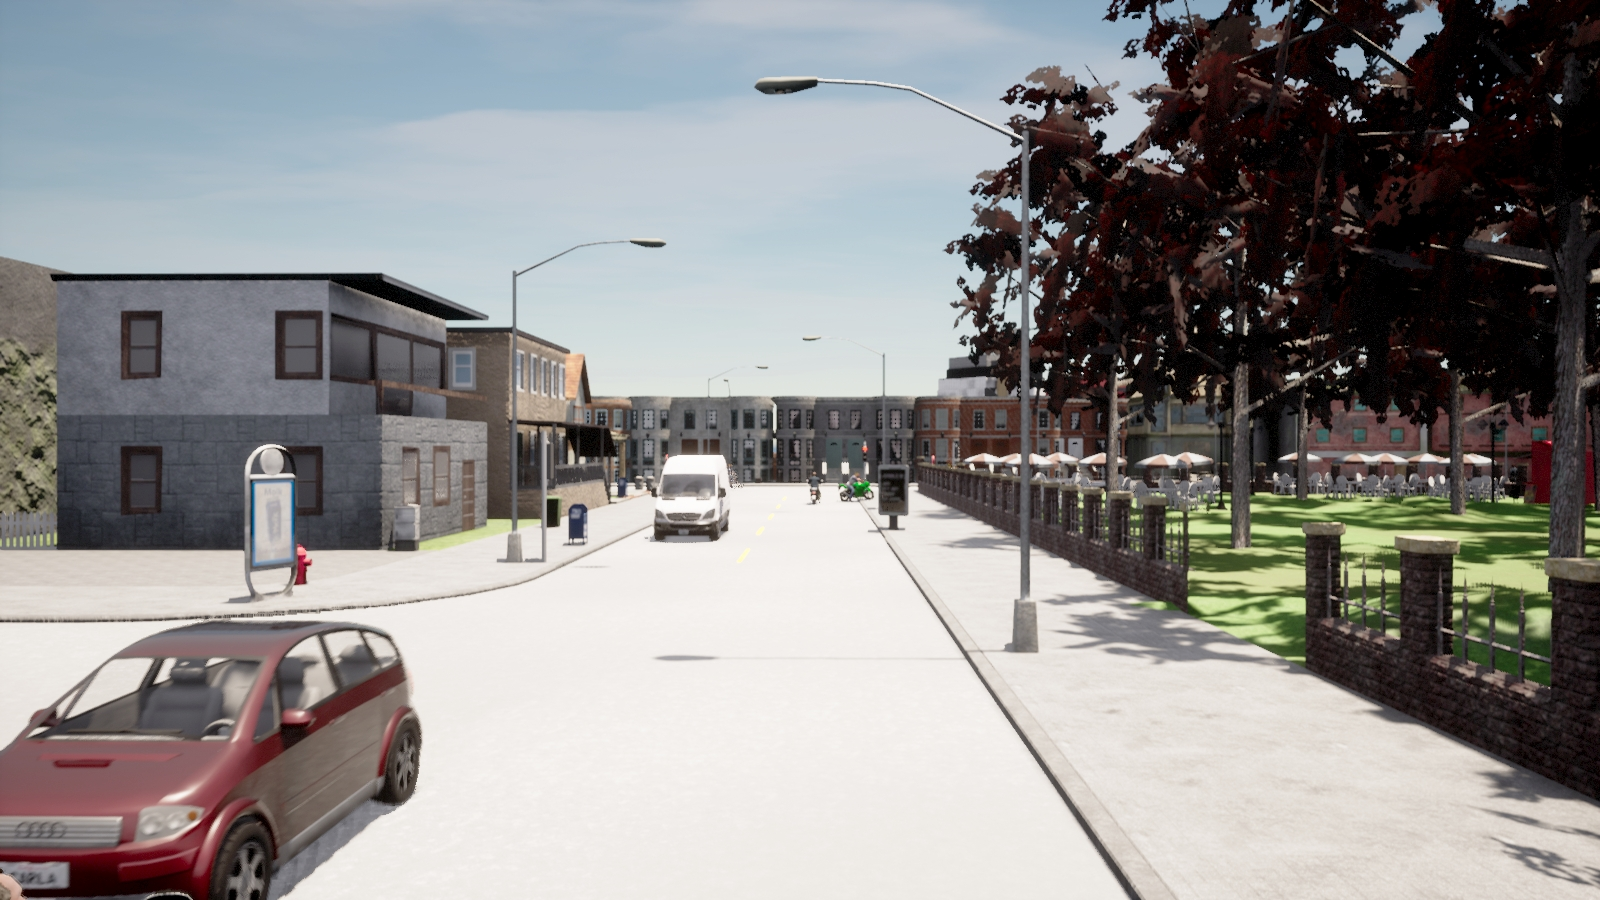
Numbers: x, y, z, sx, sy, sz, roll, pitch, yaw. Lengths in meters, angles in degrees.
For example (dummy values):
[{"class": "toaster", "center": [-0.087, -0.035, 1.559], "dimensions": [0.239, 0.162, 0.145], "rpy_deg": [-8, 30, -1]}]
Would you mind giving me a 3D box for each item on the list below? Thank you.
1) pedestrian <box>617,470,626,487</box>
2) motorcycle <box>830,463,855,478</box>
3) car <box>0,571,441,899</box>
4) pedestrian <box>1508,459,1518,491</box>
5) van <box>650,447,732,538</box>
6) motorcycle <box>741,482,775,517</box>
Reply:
[{"class": "pedestrian", "center": [-12.041, 1.914, 76.976], "dimensions": [0.500, 1.100, 0.500], "rpy_deg": [0, 0, 2]}, {"class": "motorcycle", "center": [3.779, 1.814, 101.150], "dimensions": [2.033, 1.145, 0.803], "rpy_deg": [-5, -2, 27]}, {"class": "car", "center": [-3.949, 1.795, 7.783], "dimensions": [1.789, 1.549, 3.705], "rpy_deg": [0, 0, 1]}, {"class": "pedestrian", "center": [41.679, 1.442, 66.779], "dimensions": [0.375, 1.860, 0.375], "rpy_deg": [0, 0, 1]}, {"class": "van", "center": [-3.393, 1.262, 36.736], "dimensions": [1.988, 2.561, 5.915], "rpy_deg": [0, 1, 1]}, {"class": "motorcycle", "center": [-1.677, 1.929, 45.064], "dimensions": [0.867, 1.251, 2.209], "rpy_deg": [0, 0, -15]}]
